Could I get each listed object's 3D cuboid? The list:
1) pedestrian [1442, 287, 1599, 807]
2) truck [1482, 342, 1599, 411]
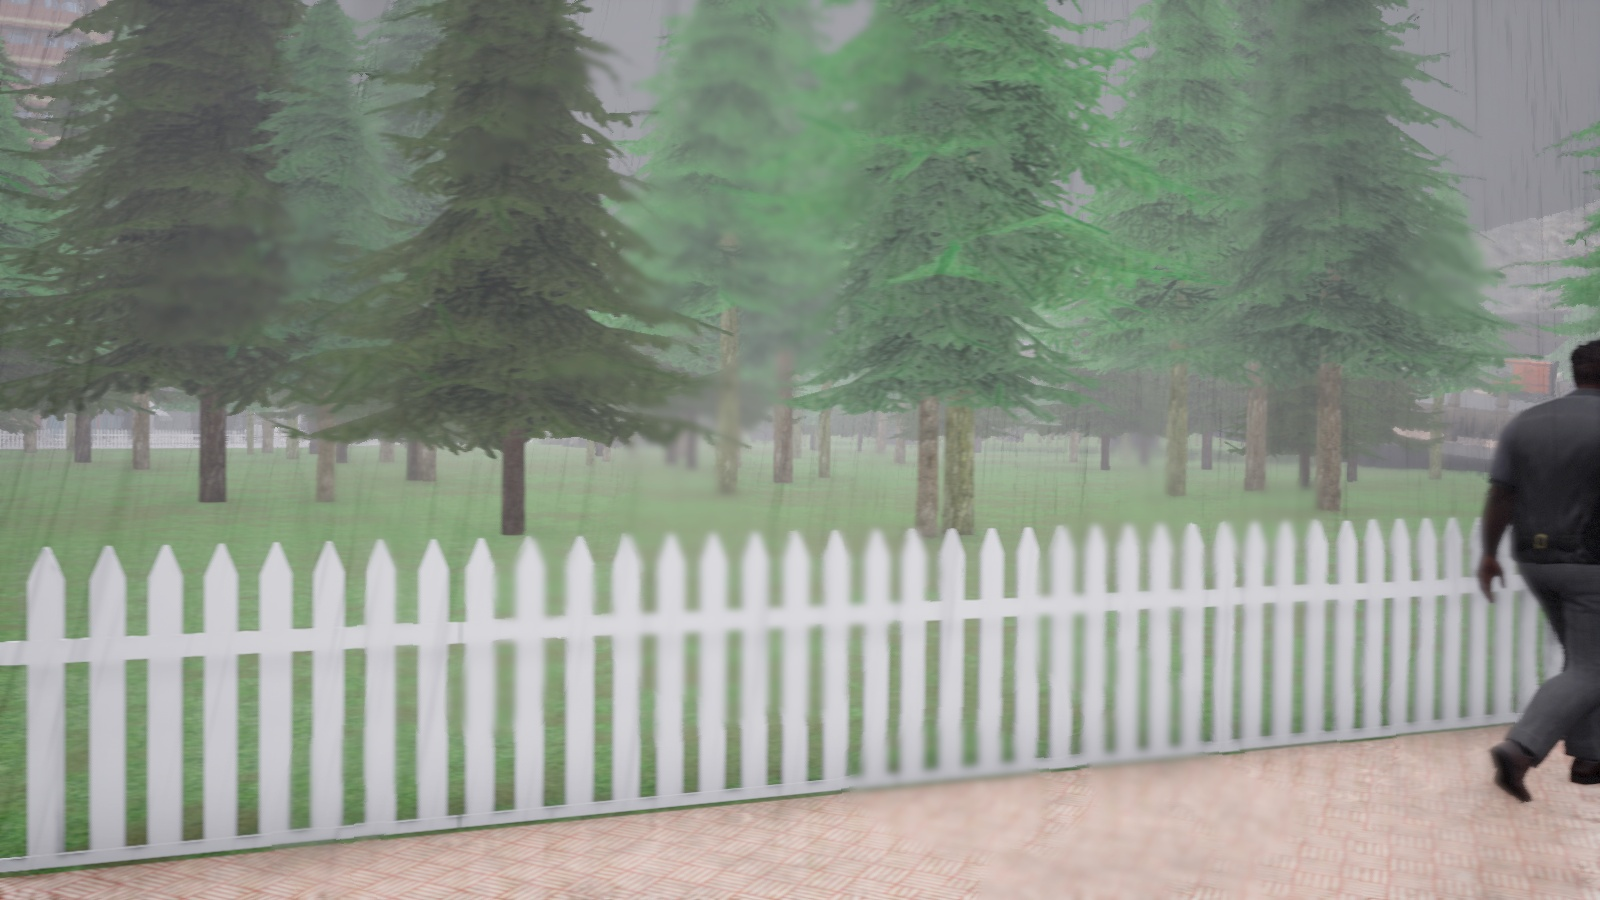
[{"bbox_3d":[3.090,0.343,4.952,0.849,1.883,0.563,-1,1,-20],"label":"pedestrian"},{"bbox_3d":[45.290,-4.466,74.789,2.891,3.462,7.936,-1,8,-22],"label":"truck"}]
